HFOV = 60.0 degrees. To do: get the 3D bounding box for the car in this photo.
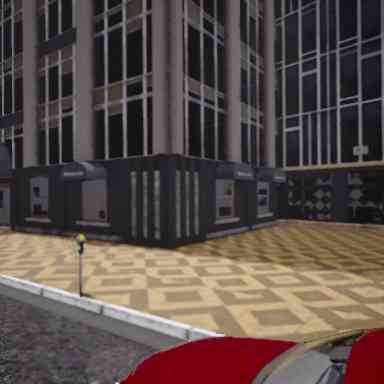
[{"bbox_3d":[1.266,1.582,1.971,4.206,1.307,1.802,-1,0,35],"label":"car"}]
